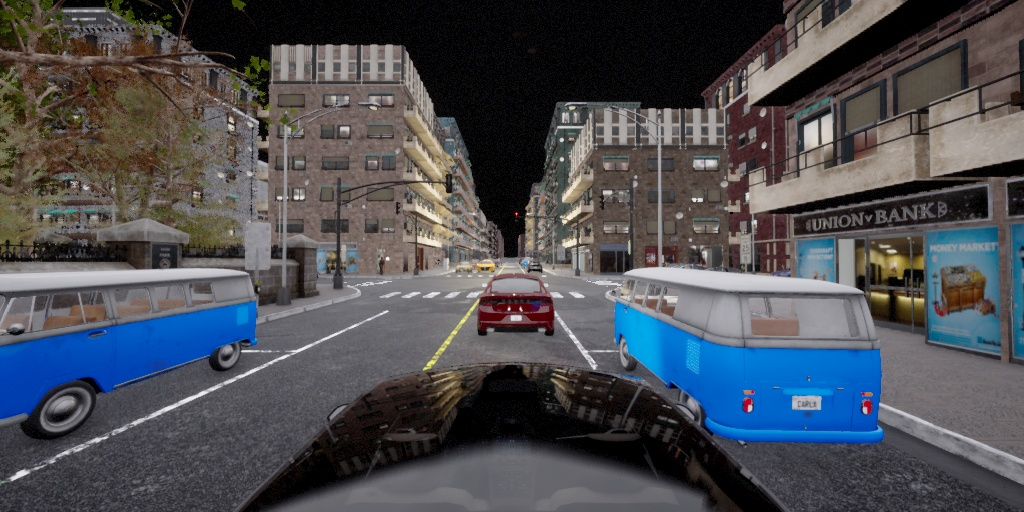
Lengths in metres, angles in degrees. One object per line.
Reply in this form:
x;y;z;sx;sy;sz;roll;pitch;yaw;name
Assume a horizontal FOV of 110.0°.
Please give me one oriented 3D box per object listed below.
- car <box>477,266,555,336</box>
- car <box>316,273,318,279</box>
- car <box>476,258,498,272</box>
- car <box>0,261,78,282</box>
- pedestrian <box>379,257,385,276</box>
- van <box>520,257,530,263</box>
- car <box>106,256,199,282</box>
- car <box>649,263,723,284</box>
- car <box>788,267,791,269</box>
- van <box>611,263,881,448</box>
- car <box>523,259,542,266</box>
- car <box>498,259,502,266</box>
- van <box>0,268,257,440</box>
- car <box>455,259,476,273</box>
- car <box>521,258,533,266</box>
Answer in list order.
0.096;1.230;10.456;1.882;1.535;5.008;0;0;0;car
-16.608;1.139;25.787;4.902;1.511;2.128;0;-1;1;car
-3.108;1.242;43.732;1.882;1.535;5.008;0;0;0;car
-35.362;1.093;26.015;5.357;1.411;2.033;0;-1;1;car
-12.544;0.968;34.481;0.375;1.860;0.375;0;-1;1;pedestrian
2.683;1.112;59.968;1.690;1.789;3.998;0;0;0;van
-25.835;0.949;25.898;4.553;1.767;2.097;0;-1;1;car
13.792;1.364;28.638;4.902;1.511;2.128;0;-1;1;car
23.119;1.451;28.527;4.674;1.442;1.812;0;-1;1;car
2.658;1.092;5.094;1.690;1.789;3.998;0;0;0;van
2.685;1.330;43.041;1.948;1.339;4.313;0;0;0;car
-3.090;1.319;59.367;2.033;1.411;5.357;0;0;0;car
-5.657;1.092;5.095;1.690;1.789;3.998;0;0;0;van
-5.695;1.290;42.870;1.751;1.417;4.829;0;0;0;car
2.684;1.317;48.684;2.007;1.370;4.403;0;0;0;car
